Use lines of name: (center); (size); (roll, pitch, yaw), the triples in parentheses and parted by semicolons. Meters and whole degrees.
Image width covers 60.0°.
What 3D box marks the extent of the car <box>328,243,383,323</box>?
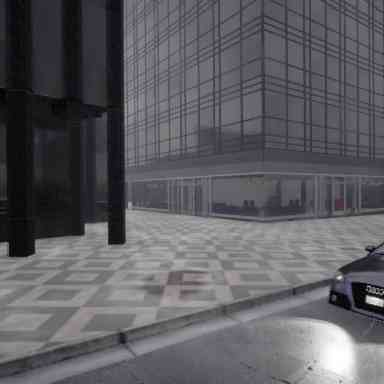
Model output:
car: (4.548, 1.566, 6.474); (4.181, 1.385, 1.994); (0, 0, -35)
